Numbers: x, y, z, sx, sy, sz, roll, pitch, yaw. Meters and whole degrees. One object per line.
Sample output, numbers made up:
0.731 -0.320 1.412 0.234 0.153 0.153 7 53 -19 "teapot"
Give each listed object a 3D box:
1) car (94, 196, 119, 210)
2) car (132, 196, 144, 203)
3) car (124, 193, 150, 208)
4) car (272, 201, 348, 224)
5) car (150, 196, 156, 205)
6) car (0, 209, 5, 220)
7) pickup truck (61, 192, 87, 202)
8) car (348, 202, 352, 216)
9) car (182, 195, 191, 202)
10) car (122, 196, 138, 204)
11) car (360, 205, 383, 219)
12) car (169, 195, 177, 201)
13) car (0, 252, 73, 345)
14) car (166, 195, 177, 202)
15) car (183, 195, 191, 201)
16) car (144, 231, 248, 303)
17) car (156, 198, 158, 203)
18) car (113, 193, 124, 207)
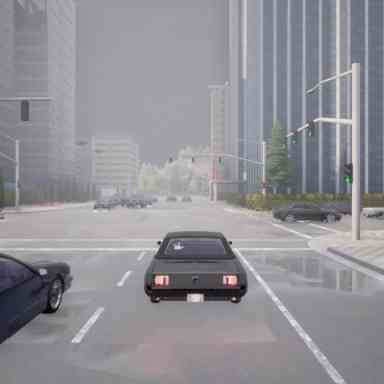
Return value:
-11.332 1.564 43.322 1.994 1.385 4.181 0 0 -1 "car"
-11.682 1.546 72.583 1.994 1.385 4.181 0 0 -1 "car"
-7.911 1.221 48.169 2.150 2.045 5.566 0 0 -1 "car"
8.316 1.505 24.276 4.892 1.490 1.837 0 0 -1 "car"
-8.039 1.352 57.918 2.097 1.767 4.553 0 0 -1 "car"
-16.234 1.492 24.059 4.902 1.511 2.128 0 0 -1 "car"
-24.753 1.059 69.215 2.390 2.098 6.274 0 0 30 "pickup truck"
13.590 1.547 31.559 5.357 1.411 2.033 0 0 -3 "car"
-1.212 1.553 74.999 1.994 1.385 4.181 0 0 -1 "car"
-11.585 1.491 62.603 2.128 1.511 4.902 0 0 -1 "car"
16.945 1.601 28.051 4.718 1.301 1.895 0 0 0 "car"
-4.867 1.524 84.706 1.812 1.442 4.674 0 0 -1 "car"
-3.435 1.547 4.558 2.033 1.411 5.357 0 0 0 "car"
-4.702 1.500 74.538 1.837 1.490 4.892 0 0 -1 "car"
-1.367 1.540 84.774 2.033 1.411 5.357 0 0 -1 "car"
0.069 1.601 8.153 1.895 1.301 4.718 0 0 0 "car"
-8.113 1.564 67.965 1.994 1.385 4.181 0 0 0 "car"
-11.467 1.221 52.655 2.150 2.045 5.566 0 0 -1 "car"
